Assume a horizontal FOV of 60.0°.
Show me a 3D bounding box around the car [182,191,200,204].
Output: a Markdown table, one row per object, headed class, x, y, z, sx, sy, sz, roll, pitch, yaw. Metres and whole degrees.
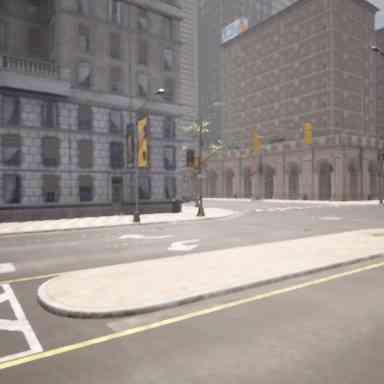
| class | x | y | z | sx | sy | sz | roll | pitch | yaw |
| --- | --- | --- | --- | --- | --- | --- | --- | --- | --- |
| car | -0.916 | 0.813 | 54.841 | 2.150 | 2.045 | 5.566 | -1 | 0 | -34 |
